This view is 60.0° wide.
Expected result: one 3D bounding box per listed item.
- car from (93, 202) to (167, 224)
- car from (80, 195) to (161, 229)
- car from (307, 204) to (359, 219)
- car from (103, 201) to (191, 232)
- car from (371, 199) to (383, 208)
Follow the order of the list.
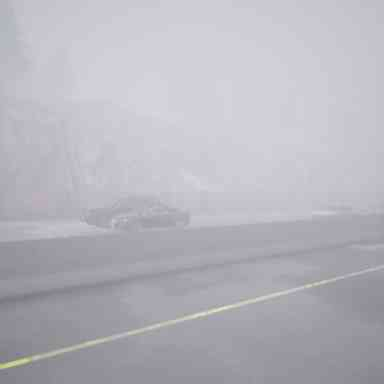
[{"bbox_3d":[-4.827,1.587,26.346,5.357,1.411,2.033,0,0,-35],"label":"car"},{"bbox_3d":[-4.504,1.255,22.276,5.566,2.045,2.150,1,0,-36],"label":"car"},{"bbox_3d":[10.396,1.604,24.308,4.674,1.442,1.812,0,0,-35],"label":"car"},{"bbox_3d":[-2.318,1.524,19.535,4.902,1.511,2.128,0,0,-35],"label":"car"},{"bbox_3d":[29.133,1.786,50.408,4.718,1.301,1.895,0,0,-34],"label":"car"}]
